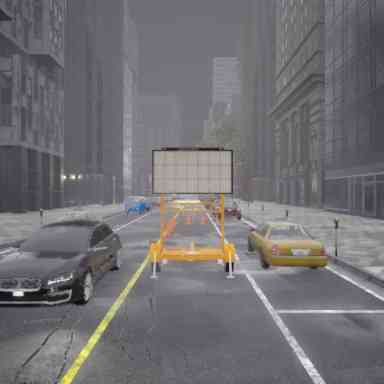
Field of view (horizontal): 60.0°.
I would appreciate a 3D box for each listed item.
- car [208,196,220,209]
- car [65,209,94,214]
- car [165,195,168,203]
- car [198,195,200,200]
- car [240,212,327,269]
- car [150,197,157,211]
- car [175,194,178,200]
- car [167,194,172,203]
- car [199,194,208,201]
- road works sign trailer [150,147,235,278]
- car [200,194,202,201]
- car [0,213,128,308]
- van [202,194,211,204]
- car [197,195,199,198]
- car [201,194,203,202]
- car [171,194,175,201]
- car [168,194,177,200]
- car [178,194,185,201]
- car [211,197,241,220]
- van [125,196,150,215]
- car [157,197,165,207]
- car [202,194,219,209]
[{"bbox_3d":[2.914,1.434,33.339,1.967,1.590,4.097,0,0,0],"label":"car"},{"bbox_3d":[-5.641,1.519,16.244,1.752,1.417,4.829,0,0,1],"label":"car"},{"bbox_3d":[-5.573,1.574,55.924,1.887,1.381,4.507,0,0,0],"label":"car"},{"bbox_3d":[2.990,1.659,78.455,1.802,1.307,4.206,0,0,0],"label":"car"},{"bbox_3d":[2.883,1.521,10.984,1.752,1.417,4.829,0,0,1],"label":"car"},{"bbox_3d":[-5.602,1.565,39.007,1.947,1.339,4.313,0,0,0],"label":"car"},{"bbox_3d":[-5.526,1.412,84.118,2.192,1.841,5.009,0,0,0],"label":"car"},{"bbox_3d":[-5.554,1.632,67.203,1.802,1.307,4.206,0,0,0],"label":"car"},{"bbox_3d":[3.009,1.434,89.734,2.192,1.841,5.009,0,0,0],"label":"car"},{"bbox_3d":[0.016,0.461,10.099,2.380,3.560,2.880,0,0,0],"label":"road works sign trailer"},{"bbox_3d":[2.962,1.480,61.537,1.967,1.590,4.097,0,0,0],"label":"car"},{"bbox_3d":[-2.988,1.503,8.158,1.837,1.490,4.892,0,0,0],"label":"car"},{"bbox_3d":[2.972,1.391,67.176,1.690,1.788,3.998,0,0,0],"label":"van"},{"bbox_3d":[2.999,1.663,84.093,1.947,1.339,4.313,0,0,0],"label":"car"},{"bbox_3d":[2.943,1.333,50.257,2.192,1.841,5.009,0,0,0],"label":"car"},{"bbox_3d":[-5.536,1.602,78.310,1.752,1.417,4.829,0,0,0],"label":"car"},{"bbox_3d":[-5.507,1.457,95.397,2.192,1.841,5.009,0,0,0],"label":"car"},{"bbox_3d":[-2.848,1.643,89.123,1.812,1.442,4.674,0,0,0],"label":"car"},{"bbox_3d":[2.905,1.431,27.700,1.967,1.590,4.097,0,0,0],"label":"car"},{"bbox_3d":[-5.610,1.335,33.369,1.690,1.788,3.998,0,0,0],"label":"van"},{"bbox_3d":[-5.583,1.458,50.286,1.967,1.590,4.097,0,0,0],"label":"car"},{"bbox_3d":[2.933,1.323,44.619,2.192,1.841,5.009,0,0,0],"label":"car"}]
